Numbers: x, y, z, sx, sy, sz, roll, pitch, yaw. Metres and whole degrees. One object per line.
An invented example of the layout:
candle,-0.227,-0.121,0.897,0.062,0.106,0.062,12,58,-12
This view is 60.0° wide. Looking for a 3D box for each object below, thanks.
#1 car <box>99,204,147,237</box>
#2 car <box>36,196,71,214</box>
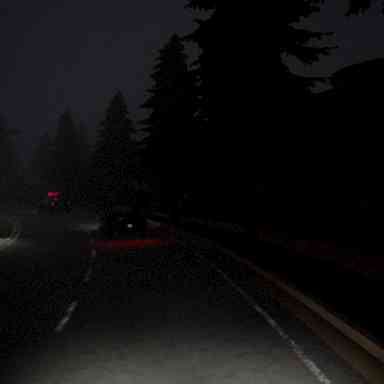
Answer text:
car,-3.725,1.377,17.494,1.882,1.535,5.008,0,0,-21
car,-13.995,1.192,33.488,2.097,1.767,4.553,-1,1,-42
